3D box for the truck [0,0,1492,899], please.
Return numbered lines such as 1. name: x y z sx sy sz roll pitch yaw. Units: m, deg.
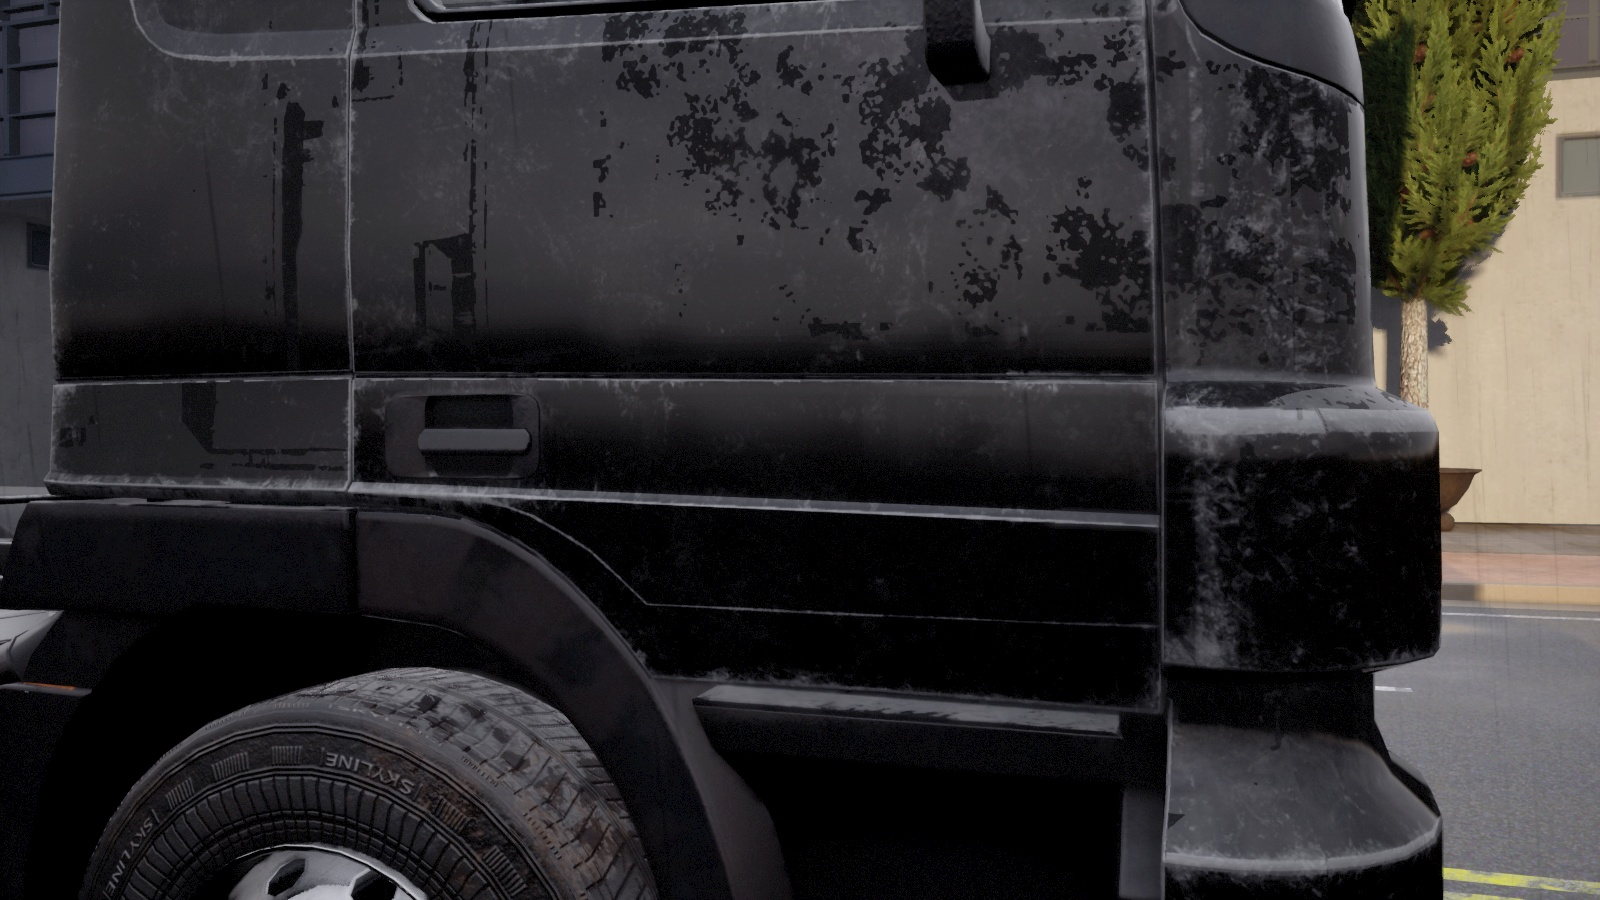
1. truck: -2.510 -0.230 4.057 7.936 3.462 2.891 1 1 19
